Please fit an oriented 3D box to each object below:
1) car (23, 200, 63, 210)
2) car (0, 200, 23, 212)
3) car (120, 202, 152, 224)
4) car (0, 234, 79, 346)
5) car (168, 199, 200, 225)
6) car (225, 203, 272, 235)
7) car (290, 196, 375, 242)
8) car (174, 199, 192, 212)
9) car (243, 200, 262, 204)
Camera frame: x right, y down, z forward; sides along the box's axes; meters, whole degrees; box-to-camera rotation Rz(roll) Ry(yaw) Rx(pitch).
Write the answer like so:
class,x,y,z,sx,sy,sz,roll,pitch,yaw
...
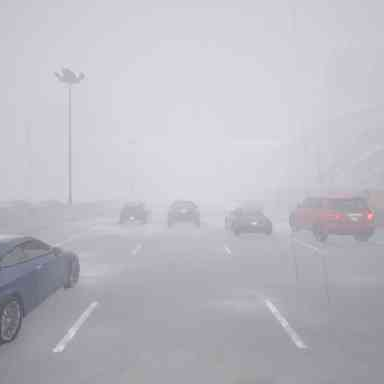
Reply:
class,x,y,z,sx,sy,sz,roll,pitch,yaw
car,-15.126,1.508,34.850,2.033,1.411,5.357,0,0,-2
car,-18.624,1.508,34.750,2.033,1.411,5.357,0,0,-2
car,-4.134,1.476,24.756,1.837,1.490,4.892,0,0,-2
car,-3.608,1.518,6.191,1.812,1.442,4.674,0,0,-2
car,-0.601,1.325,23.618,2.097,1.767,4.553,0,0,-2
car,3.048,1.542,18.560,1.994,1.385,4.181,0,0,-2
car,6.614,1.201,16.355,2.150,2.045,5.566,0,0,-2
car,-1.047,1.518,38.949,1.994,1.385,4.181,0,0,-2
car,6.102,1.507,33.940,2.033,1.411,5.357,0,0,-2
